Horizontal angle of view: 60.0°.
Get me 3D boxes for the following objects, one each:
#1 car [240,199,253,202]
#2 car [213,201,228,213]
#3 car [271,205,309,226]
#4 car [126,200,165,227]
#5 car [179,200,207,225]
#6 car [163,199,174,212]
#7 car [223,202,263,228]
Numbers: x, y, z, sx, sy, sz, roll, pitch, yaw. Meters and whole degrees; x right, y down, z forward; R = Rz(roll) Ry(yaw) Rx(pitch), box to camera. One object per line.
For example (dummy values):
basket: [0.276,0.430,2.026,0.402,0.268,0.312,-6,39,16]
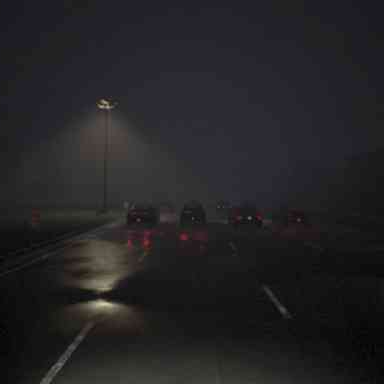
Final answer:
car: [7.083,1.721,43.248,1.837,1.490,4.892,0,0,0]
car: [3.567,1.744,39.199,2.033,1.411,5.357,0,0,0]
car: [7.071,1.647,24.247,1.812,1.442,4.674,0,0,0]
car: [-3.434,1.613,23.919,2.128,1.511,4.902,0,0,0]
car: [0.073,1.619,25.188,2.128,1.511,4.902,0,0,0]
car: [-3.416,1.721,43.169,1.837,1.490,4.892,0,0,0]
car: [3.560,1.663,22.970,2.033,1.411,5.357,0,0,1]
